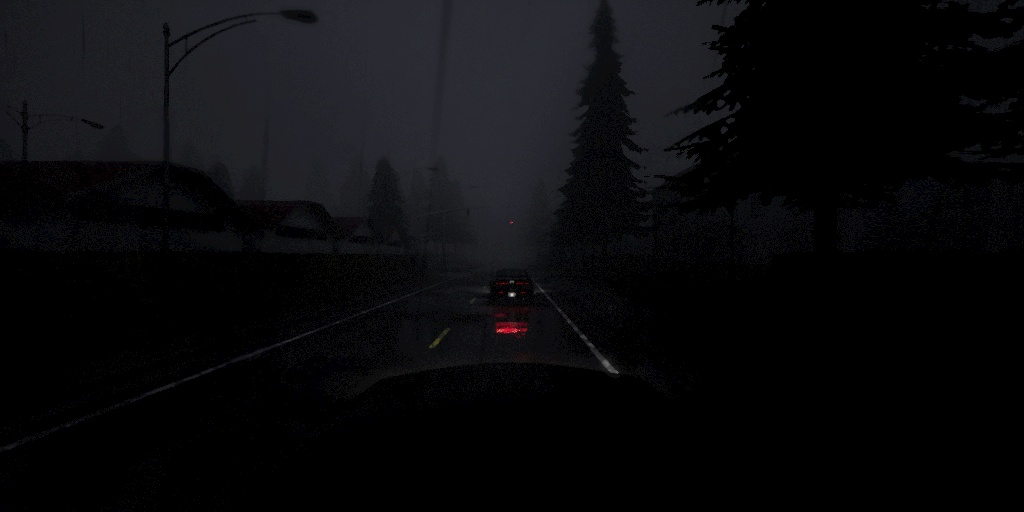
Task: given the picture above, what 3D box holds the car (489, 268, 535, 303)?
[{"bbox_3d":[0.000,1.265,16.500,1.837,1.490,4.892,0,0,0],"label":"car"}]
